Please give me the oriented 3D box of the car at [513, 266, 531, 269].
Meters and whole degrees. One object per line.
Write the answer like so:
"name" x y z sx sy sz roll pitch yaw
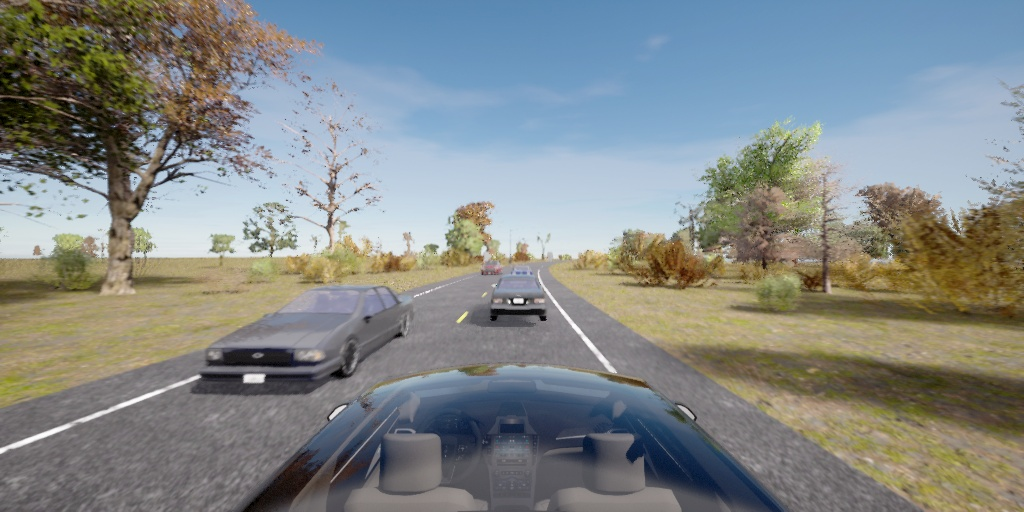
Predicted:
"car" 0.877 1.499 31.945 1.895 1.301 4.718 0 0 3

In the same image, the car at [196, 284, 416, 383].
"car" -3.556 1.327 7.635 2.033 1.411 5.357 0 0 1

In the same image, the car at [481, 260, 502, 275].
"car" -2.299 1.292 41.111 2.097 1.767 4.553 0 0 4

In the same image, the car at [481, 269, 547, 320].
"car" 0.223 1.355 12.870 2.033 1.411 5.357 0 0 1
